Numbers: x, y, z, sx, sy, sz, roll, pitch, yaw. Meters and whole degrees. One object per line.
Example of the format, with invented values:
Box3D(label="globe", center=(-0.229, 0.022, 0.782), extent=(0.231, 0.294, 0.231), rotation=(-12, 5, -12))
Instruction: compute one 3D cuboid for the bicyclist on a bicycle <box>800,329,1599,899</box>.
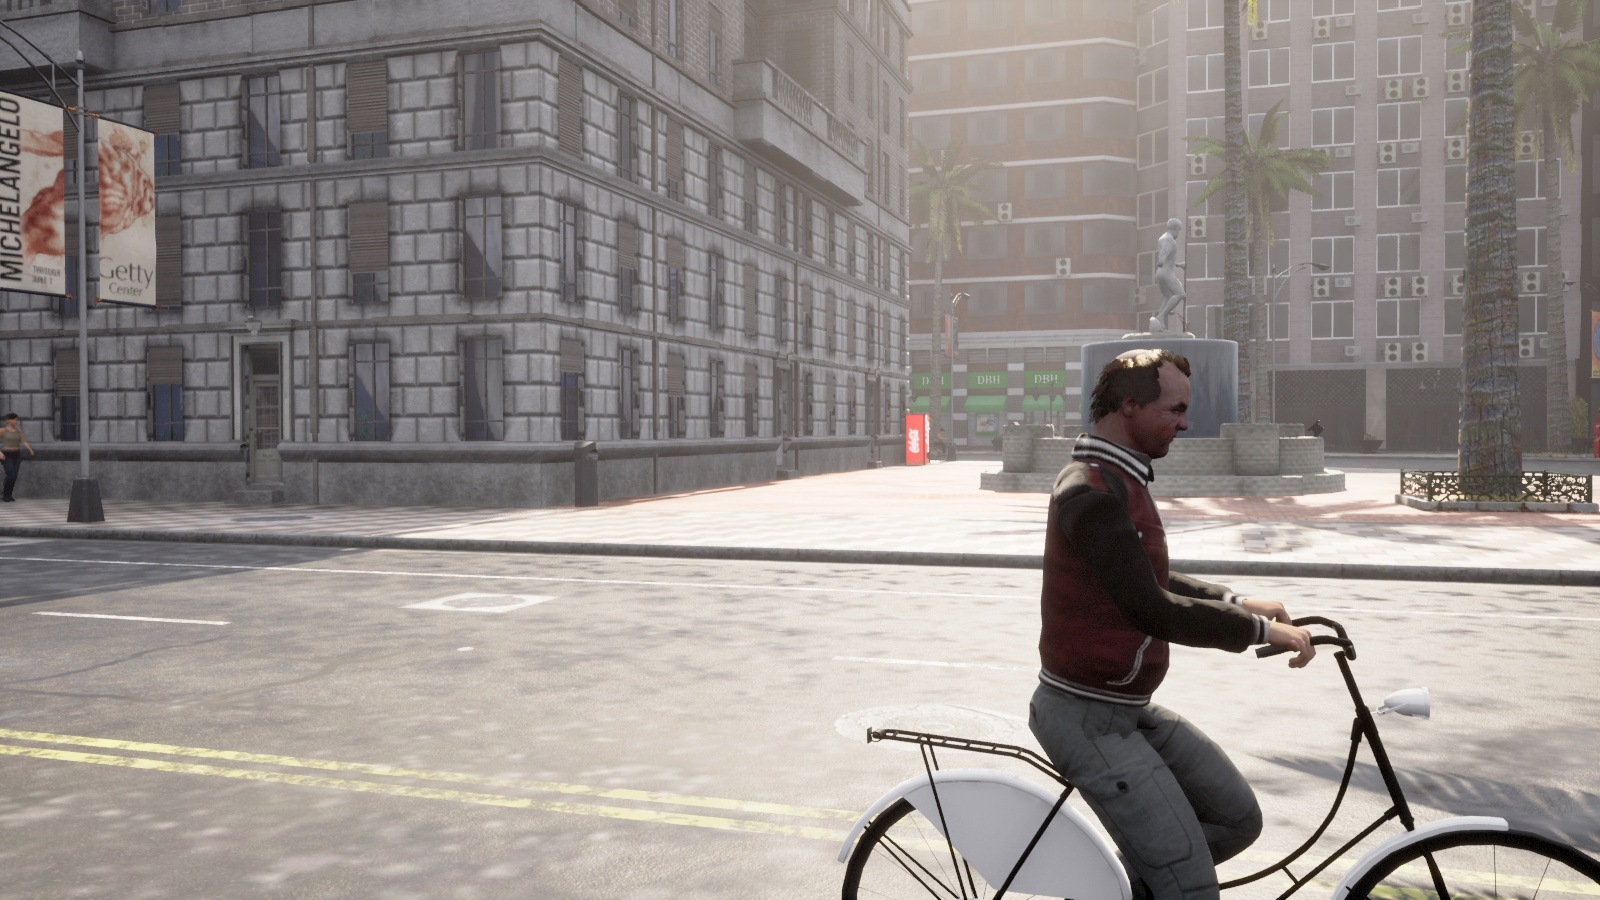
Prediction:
Box3D(label="bicyclist on a bicycle", center=(0.978, 0.655, 2.875), extent=(1.843, 1.776, 0.659), rotation=(0, 1, 19))

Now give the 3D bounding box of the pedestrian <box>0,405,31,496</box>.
Box3D(label="pedestrian", center=(-16.049, 0.013, 25.592), extent=(0.594, 1.836, 0.345), rotation=(1, 1, 24))

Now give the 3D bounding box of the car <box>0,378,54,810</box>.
Box3D(label="car", center=(-5.684, 0.582, 5.087), extent=(4.553, 1.767, 2.097), rotation=(1, 1, 18))

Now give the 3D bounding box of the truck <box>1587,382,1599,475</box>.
Box3D(label="truck", center=(32.369, -0.740, 44.100), extent=(2.891, 3.462, 7.936), rotation=(0, 1, -19))
